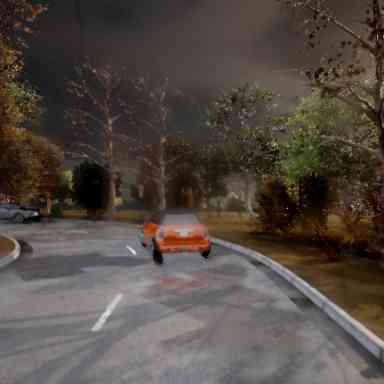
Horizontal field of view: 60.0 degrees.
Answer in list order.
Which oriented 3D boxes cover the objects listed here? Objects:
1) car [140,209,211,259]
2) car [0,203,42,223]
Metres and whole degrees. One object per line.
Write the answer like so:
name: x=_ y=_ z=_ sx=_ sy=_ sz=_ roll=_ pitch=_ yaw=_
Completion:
car: x=-0.843 y=1.515 z=13.621 sx=2.097 sy=1.767 sz=4.553 roll=1 pitch=-1 yaw=-16
car: x=-12.990 y=1.433 z=23.796 sx=4.181 sy=1.385 sz=1.994 roll=2 pitch=-2 yaw=9
